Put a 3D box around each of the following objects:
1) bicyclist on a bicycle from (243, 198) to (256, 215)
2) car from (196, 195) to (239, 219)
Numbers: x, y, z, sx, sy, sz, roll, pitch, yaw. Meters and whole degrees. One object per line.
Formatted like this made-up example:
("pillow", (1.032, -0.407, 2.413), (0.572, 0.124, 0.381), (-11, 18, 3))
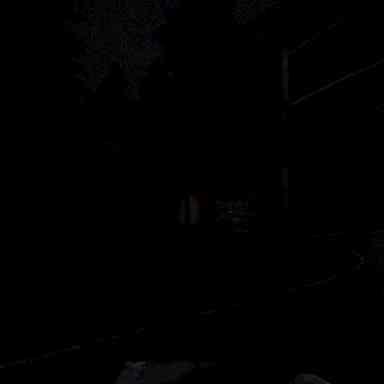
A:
("bicyclist on a bicycle", (5.419, 1.349, 31.227), (1.656, 1.620, 0.582), (0, 0, -36))
("car", (0.657, 1.258, 25.068), (2.150, 2.045, 5.566), (0, 0, -36))
